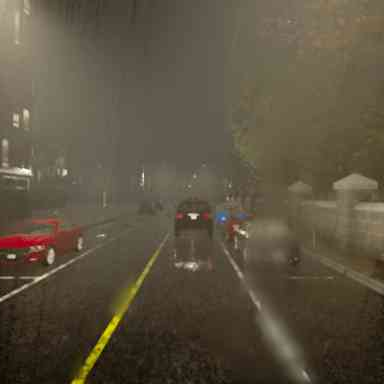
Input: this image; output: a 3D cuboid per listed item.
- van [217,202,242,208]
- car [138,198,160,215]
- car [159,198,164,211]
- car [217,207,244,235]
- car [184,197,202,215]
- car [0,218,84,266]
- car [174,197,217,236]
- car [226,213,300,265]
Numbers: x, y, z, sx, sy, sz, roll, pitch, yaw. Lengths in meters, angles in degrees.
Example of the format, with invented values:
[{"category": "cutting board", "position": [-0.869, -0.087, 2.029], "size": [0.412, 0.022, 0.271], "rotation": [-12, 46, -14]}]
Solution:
[{"category": "van", "position": [2.571, 1.595, 23.140], "size": [1.690, 1.788, 3.998], "rotation": [0, -1, 0]}, {"category": "car", "position": [-5.305, 1.872, 39.777], "size": [1.967, 1.590, 4.097], "rotation": [0, -1, 0]}, {"category": "car", "position": [-5.372, 1.862, 50.865], "size": [2.192, 1.841, 5.009], "rotation": [0, -1, 0]}, {"category": "car", "position": [2.570, 1.738, 17.593], "size": [1.887, 1.381, 4.507], "rotation": [0, -1, 0]}, {"category": "car", "position": [0.113, 1.661, 40.574], "size": [2.150, 2.045, 5.566], "rotation": [0, -1, 0]}, {"category": "car", "position": [-5.312, 1.679, 12.052], "size": [1.887, 1.381, 4.507], "rotation": [0, -1, 0]}, {"category": "car", "position": [0.099, 1.445, 20.105], "size": [2.150, 2.045, 5.566], "rotation": [0, 0, 0]}, {"category": "car", "position": [2.569, 1.684, 12.048], "size": [2.008, 1.369, 4.403], "rotation": [0, -1, 0]}]
